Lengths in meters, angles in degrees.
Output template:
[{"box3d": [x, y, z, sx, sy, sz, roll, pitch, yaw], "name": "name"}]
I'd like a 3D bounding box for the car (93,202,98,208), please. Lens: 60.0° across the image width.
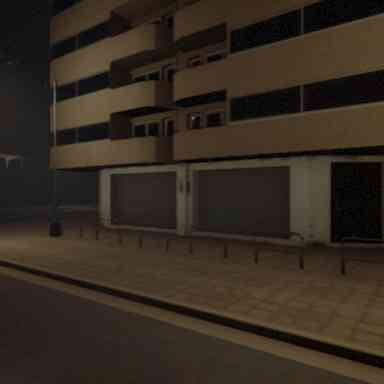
[{"box3d": [-11.245, 1.537, 45.917, 1.895, 1.301, 4.718, 0, 0, 36], "name": "car"}]
